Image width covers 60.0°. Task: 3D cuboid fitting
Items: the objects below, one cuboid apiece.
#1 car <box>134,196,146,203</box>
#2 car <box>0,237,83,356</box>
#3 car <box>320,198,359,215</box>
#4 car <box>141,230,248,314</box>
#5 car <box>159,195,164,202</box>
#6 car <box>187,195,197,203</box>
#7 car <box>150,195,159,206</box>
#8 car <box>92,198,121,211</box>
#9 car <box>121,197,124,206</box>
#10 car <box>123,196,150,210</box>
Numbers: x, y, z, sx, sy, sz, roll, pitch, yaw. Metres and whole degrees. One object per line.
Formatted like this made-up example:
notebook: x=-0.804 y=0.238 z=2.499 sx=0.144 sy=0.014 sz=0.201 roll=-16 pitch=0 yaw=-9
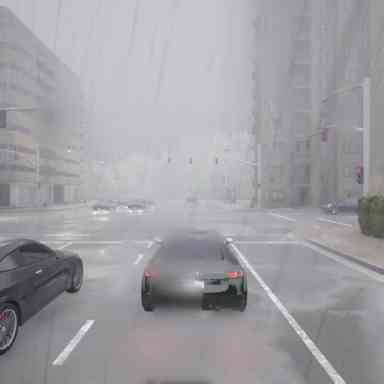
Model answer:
car: x=-10.645 y=1.524 z=68.628 sx=1.812 sy=1.442 sz=4.674 roll=0 pitch=0 yaw=0
car: x=-3.460 y=1.526 z=5.912 sx=1.812 sy=1.442 sz=4.674 roll=0 pitch=0 yaw=0
car: x=15.512 y=1.352 z=33.754 sx=4.553 sy=1.767 sz=2.097 roll=0 pitch=0 yaw=1
car: x=0.049 y=1.564 z=7.714 sx=1.994 sy=1.385 sz=4.181 roll=0 pitch=0 yaw=0
car: x=-7.151 y=1.378 z=71.485 sx=1.895 sy=1.301 sz=4.718 roll=0 pitch=0 yaw=0
car: x=-0.049 y=1.352 z=69.755 sx=2.097 sy=1.767 sz=4.553 roll=0 pitch=0 yaw=0
car: x=-7.195 y=1.505 z=56.297 sx=1.837 sy=1.490 sz=4.892 roll=0 pitch=0 yaw=0
car: x=-10.680 y=1.547 z=40.866 sx=2.033 sy=1.411 sz=5.357 roll=0 pitch=0 yaw=0
car: x=-10.698 y=1.505 z=53.170 sx=1.837 sy=1.490 sz=4.892 roll=0 pitch=0 yaw=0
car: x=-7.186 y=1.547 z=43.924 sx=2.033 sy=1.411 sz=5.357 roll=0 pitch=0 yaw=0
